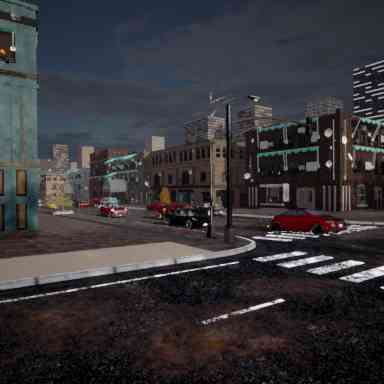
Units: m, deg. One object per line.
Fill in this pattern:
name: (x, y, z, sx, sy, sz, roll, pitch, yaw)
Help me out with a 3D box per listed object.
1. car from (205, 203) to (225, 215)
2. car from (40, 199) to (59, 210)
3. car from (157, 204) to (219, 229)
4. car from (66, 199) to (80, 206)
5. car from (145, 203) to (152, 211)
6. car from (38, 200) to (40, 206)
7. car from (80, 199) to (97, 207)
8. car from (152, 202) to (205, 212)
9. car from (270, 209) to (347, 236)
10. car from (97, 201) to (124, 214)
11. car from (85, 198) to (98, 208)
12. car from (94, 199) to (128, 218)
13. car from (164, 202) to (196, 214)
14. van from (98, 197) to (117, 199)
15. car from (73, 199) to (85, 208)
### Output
car: (1.677, 1.810, 35.581, 2.008, 1.369, 4.403, -2, 0, -36)
car: (-24.361, 2.232, 57.578, 1.752, 1.417, 4.829, -1, 0, -36)
car: (-0.384, 1.814, 23.849, 1.947, 1.339, 4.313, -2, 0, -36)
car: (-27.305, 2.364, 76.100, 1.947, 1.339, 4.313, -1, 0, -36)
car: (-4.762, 1.966, 44.585, 1.802, 1.307, 4.206, -2, 0, -36)
car: (-30.900, 2.376, 66.721, 2.008, 1.369, 4.403, -1, 0, -36)
car: (-20.864, 2.227, 67.095, 1.887, 1.381, 4.507, -1, 0, -36)
car: (-1.337, 1.761, 29.853, 1.882, 1.535, 5.008, -1, 0, -35)
car: (6.634, 1.668, 19.252, 1.994, 1.385, 4.181, 0, -1, -40)
car: (-10.574, 1.989, 42.800, 1.812, 1.442, 4.674, -1, 0, -35)
car: (-17.650, 1.940, 62.593, 2.192, 1.841, 5.009, -1, 0, -36)
car: (-8.361, 1.846, 35.206, 1.967, 1.590, 4.097, -1, 0, -36)
car: (-1.543, 1.904, 40.084, 1.802, 1.307, 4.206, -2, 0, -36)
van: (-14.429, 1.907, 58.091, 1.690, 1.788, 3.998, -1, 0, -36)
car: (-20.586, 2.230, 62.268, 1.994, 1.385, 4.181, -1, 0, -36)
